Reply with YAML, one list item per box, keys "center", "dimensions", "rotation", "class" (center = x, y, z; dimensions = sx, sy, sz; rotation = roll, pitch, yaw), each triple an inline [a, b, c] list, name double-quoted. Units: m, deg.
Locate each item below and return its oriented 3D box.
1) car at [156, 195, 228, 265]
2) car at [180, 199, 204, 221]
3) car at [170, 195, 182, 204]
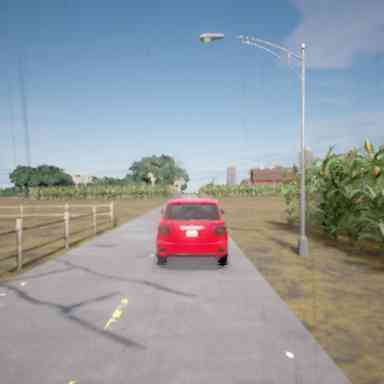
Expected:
- center: [0.026, 1.215, 11.808]
  dimensions: [2.150, 2.045, 5.566]
  rotation: [0, 0, 1]
  class: "car"
- center: [0.030, 1.449, 27.881]
  dimensions: [1.837, 1.490, 4.892]
  rotation: [0, 1, 0]
  class: "car"
- center: [-2.830, 1.320, 58.598]
  dimensions: [1.812, 1.442, 4.674]
  rotation: [0, 0, 0]
  class: "car"
